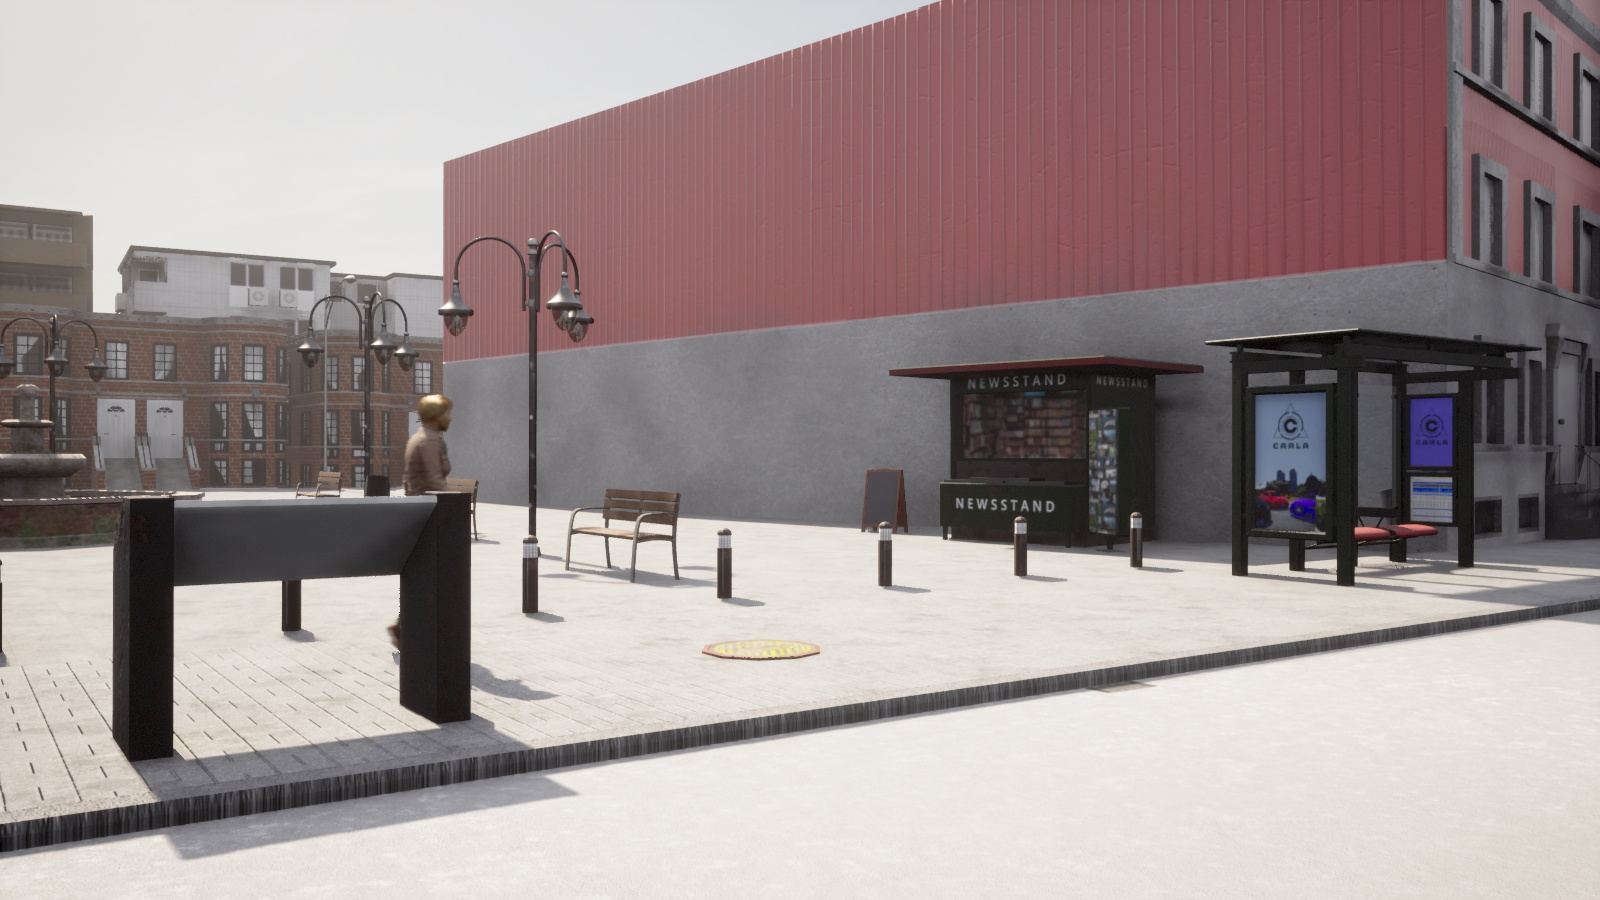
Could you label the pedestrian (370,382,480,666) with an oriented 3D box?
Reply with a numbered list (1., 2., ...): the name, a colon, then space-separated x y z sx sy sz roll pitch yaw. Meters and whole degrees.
1. pedestrian: -2.533 0.481 8.490 0.634 1.846 0.331 0 0 -35
